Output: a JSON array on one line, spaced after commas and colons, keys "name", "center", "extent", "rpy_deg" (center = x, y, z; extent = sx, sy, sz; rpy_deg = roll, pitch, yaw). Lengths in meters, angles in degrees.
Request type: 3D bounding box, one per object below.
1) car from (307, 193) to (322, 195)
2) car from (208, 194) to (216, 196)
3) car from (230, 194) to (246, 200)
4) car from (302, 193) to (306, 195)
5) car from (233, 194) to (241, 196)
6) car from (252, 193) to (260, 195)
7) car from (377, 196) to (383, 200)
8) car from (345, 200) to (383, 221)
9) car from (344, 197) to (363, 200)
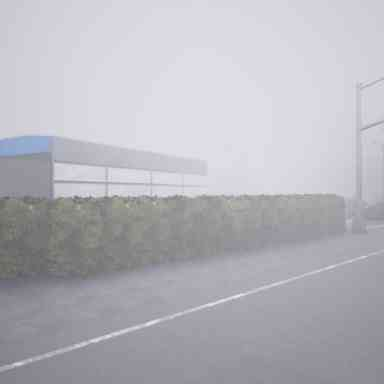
[{"name": "car", "center": [27.032, 1.097, 70.782], "extent": [4.605, 1.855, 1.932], "rpy_deg": [0, 0, -41]}, {"name": "car", "center": [4.355, 1.298, 85.307], "extent": [4.514, 1.523, 2.007], "rpy_deg": [0, 0, -41]}, {"name": "car", "center": [12.092, 1.232, 87.107], "extent": [3.806, 1.475, 1.970], "rpy_deg": [0, 0, -41]}, {"name": "car", "center": [24.829, 1.077, 72.721], "extent": [3.866, 1.878, 1.905], "rpy_deg": [0, 0, -41]}, {"name": "car", "center": [8.820, 1.298, 63.597], "extent": [4.514, 1.523, 2.007], "rpy_deg": [0, 0, -41]}, {"name": "car", "center": [16.510, 1.153, 82.442], "extent": [5.027, 1.636, 2.152], "rpy_deg": [0, 0, -41]}, {"name": "car", "center": [31.434, 1.384, 54.012], "extent": [3.806, 1.475, 1.970], "rpy_deg": [0, 0, -41]}, {"name": "car", "center": [14.191, 1.547, 24.397], "extent": [2.033, 1.411, 5.357], "rpy_deg": [0, 0, -44]}, {"name": "car", "center": [19.236, 1.339, 39.639], "extent": [4.514, 1.523, 2.007], "rpy_deg": [0, 0, -41]}]
